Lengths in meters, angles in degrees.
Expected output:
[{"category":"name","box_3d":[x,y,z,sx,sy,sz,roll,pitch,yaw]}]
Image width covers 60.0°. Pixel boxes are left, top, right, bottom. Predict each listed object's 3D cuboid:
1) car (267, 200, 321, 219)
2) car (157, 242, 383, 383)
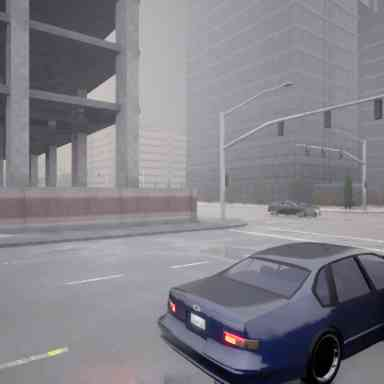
[{"category":"car","box_3d":[8.915,1.492,29.321,2.128,1.511,4.902,0,0,-36]},{"category":"car","box_3d":[2.123,1.547,5.303,5.357,1.411,2.033,0,0,-35]}]
